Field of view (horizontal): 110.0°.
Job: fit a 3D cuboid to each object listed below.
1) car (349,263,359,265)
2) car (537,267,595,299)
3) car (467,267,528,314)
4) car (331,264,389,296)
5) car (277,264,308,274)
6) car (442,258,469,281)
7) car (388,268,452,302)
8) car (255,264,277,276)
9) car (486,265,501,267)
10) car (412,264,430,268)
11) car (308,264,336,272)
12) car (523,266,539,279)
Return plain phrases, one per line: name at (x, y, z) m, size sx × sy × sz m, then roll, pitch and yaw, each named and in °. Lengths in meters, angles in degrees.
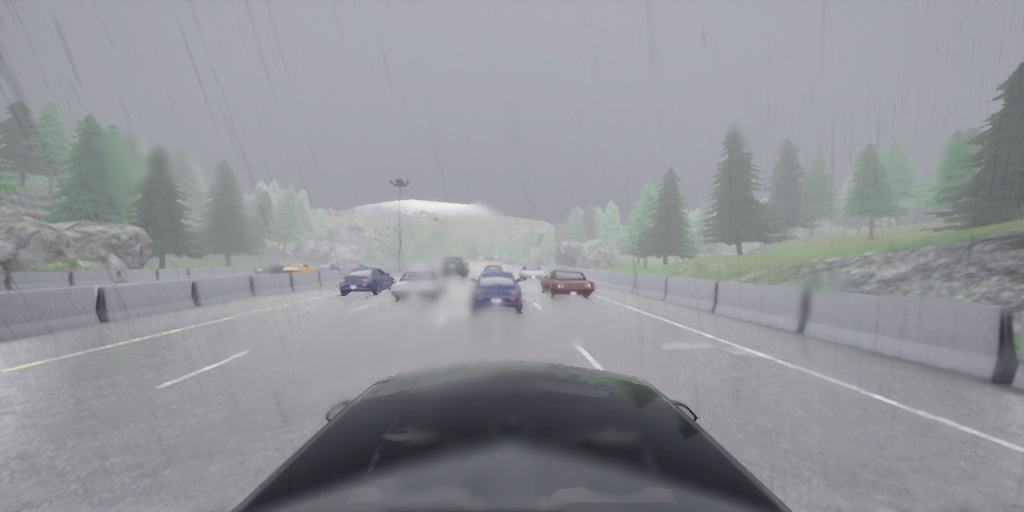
car at (-20.206, 1.707, 46.168) m, size 1.882 × 1.535 × 5.008 m, roll 0°, pitch -1°, yaw -3°
car at (2.675, 1.402, 18.314) m, size 1.895 × 1.301 × 4.718 m, roll 0°, pitch 0°, yaw -3°
car at (-0.582, 1.310, 13.834) m, size 1.812 × 1.442 × 4.674 m, roll 0°, pitch 0°, yaw -3°
car at (-7.933, 1.370, 19.896) m, size 1.812 × 1.442 × 4.674 m, roll 0°, pitch -1°, yaw -3°
car at (-27.188, 1.724, 45.713) m, size 1.882 × 1.535 × 5.008 m, roll 0°, pitch -1°, yaw -3°
car at (-5.254, 1.199, 33.599) m, size 2.150 × 2.045 × 5.566 m, roll 0°, pitch -1°, yaw -3°
car at (-4.288, 1.417, 17.466) m, size 1.895 × 1.301 × 4.718 m, roll 0°, pitch 0°, yaw -3°
car at (-30.703, 1.756, 45.911) m, size 2.128 × 1.511 × 4.902 m, roll 0°, pitch -1°, yaw -3°
car at (-1.561, 1.473, 30.259) m, size 2.033 × 1.411 × 5.357 m, roll 0°, pitch -1°, yaw -3°
car at (-8.838, 1.535, 34.987) m, size 1.812 × 1.442 × 4.674 m, roll 0°, pitch -1°, yaw -3°
car at (-23.699, 1.763, 45.961) m, size 1.812 × 1.442 × 4.674 m, roll 0°, pitch -1°, yaw -3°
car at (1.758, 1.556, 33.611) m, size 1.895 × 1.301 × 4.718 m, roll 0°, pitch -1°, yaw -3°
